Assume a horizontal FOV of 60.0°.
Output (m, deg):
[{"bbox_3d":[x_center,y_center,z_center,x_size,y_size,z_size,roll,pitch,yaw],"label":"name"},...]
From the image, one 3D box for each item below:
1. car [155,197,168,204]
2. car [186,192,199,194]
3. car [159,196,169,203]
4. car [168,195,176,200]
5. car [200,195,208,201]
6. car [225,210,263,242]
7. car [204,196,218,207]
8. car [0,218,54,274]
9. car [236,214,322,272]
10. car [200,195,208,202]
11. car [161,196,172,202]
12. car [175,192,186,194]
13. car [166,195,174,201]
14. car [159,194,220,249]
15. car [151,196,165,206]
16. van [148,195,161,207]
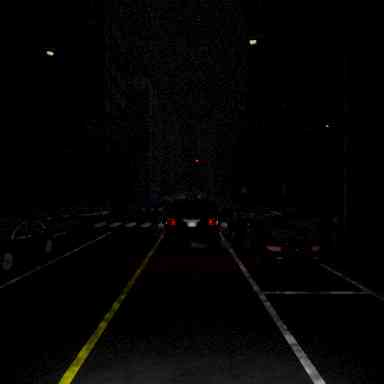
[{"bbox_3d":[-5.665,1.576,62.063,1.947,1.339,4.313,0,0,0],"label":"car"},{"bbox_3d":[0.261,1.123,77.378,2.150,2.045,5.566,0,0,0],"label":"car"},{"bbox_3d":[-5.640,1.594,67.732,1.802,1.307,4.206,0,0,0],"label":"car"},{"bbox_3d":[-5.540,1.556,90.404,1.887,1.381,4.507,0,0,0],"label":"car"},{"bbox_3d":[2.961,1.563,84.706,2.008,1.369,4.403,0,0,0],"label":"car"},{"bbox_3d":[2.667,1.550,16.041,2.008,1.369,4.403,0,0,0],"label":"car"},{"bbox_3d":[2.810,1.448,50.691,1.967,1.590,4.097,0,0,0],"label":"car"},{"bbox_3d":[-5.858,1.549,10.442,2.008,1.369,4.403,0,0,0],"label":"car"},{"bbox_3d":[2.668,1.580,10.447,1.802,1.307,4.206,0,0,0],"label":"car"},{"bbox_3d":[2.936,1.538,79.207,1.752,1.417,4.829,0,0,0],"label":"car"},{"bbox_3d":[-5.615,1.578,73.400,1.947,1.339,4.313,0,0,0],"label":"car"},{"bbox_3d":[-2.720,1.485,81.754,1.882,1.535,5.008,0,0,0],"label":"car"},{"bbox_3d":[-5.565,1.578,84.736,1.947,1.339,4.313,0,0,0],"label":"car"},{"bbox_3d":[0.000,1.258,14.680,2.150,2.045,5.566,0,0,0],"label":"car"},{"bbox_3d":[-5.690,1.449,56.395,1.967,1.590,4.097,0,0,0],"label":"car"},{"bbox_3d":[-5.716,1.348,50.727,1.690,1.788,3.998,0,0,0],"label":"van"}]
